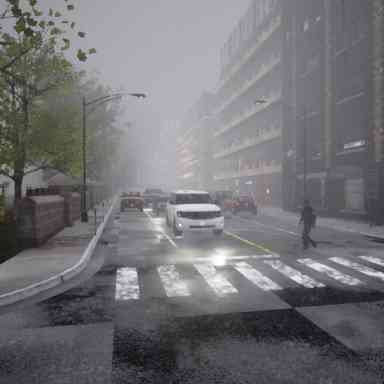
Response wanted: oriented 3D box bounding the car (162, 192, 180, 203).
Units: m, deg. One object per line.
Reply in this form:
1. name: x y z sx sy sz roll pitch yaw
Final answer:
1. car: -3.038 0.765 46.593 1.895 1.301 4.718 0 1 -11

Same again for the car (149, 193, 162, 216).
1. car: -2.137 1.056 26.714 1.812 1.442 4.674 0 1 -12

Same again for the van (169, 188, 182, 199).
1. van: -2.991 0.269 59.425 1.690 1.788 3.998 1 1 -12

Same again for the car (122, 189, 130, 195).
1. car: -17.926 -0.043 90.174 1.947 1.339 4.313 1 1 -12

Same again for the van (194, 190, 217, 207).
1. van: 1.493 0.659 37.794 1.690 1.788 3.998 1 1 -12

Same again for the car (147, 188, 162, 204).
1. car: -4.282 0.564 37.114 2.150 2.045 5.566 0 1 -11

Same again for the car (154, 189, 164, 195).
1. car: -8.600 0.006 86.466 1.947 1.339 4.313 1 1 -12

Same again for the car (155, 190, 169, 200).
1. car: -5.095 0.496 56.241 1.837 1.490 4.892 0 1 -12

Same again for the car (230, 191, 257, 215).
1. car: 3.734 0.953 26.981 1.967 1.590 4.097 1 1 -12

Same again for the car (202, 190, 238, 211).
1. car: 2.614 0.730 32.386 2.192 1.841 5.009 1 1 -12

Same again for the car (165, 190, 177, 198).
1. car: -4.149 0.352 65.001 1.752 1.417 4.829 1 1 -12

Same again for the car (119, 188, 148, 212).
1. car: -5.590 0.779 30.687 2.192 1.841 5.009 1 1 -12

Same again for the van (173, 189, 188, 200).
1. van: -1.870 0.366 54.018 1.690 1.788 3.998 1 1 -12

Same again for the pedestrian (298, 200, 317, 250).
1. pedestrian: 4.049 1.089 11.646 0.375 1.860 0.375 1 0 -12

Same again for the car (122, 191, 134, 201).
1. car: -10.044 0.602 52.154 1.752 1.417 4.829 1 1 -12

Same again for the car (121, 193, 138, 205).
1. car: -7.837 0.835 41.506 1.947 1.339 4.313 1 1 -12

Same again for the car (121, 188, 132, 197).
1. car: -14.559 -0.001 73.948 2.192 1.841 5.009 1 1 -12

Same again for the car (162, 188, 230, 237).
1. car: -0.042 0.930 16.766 2.150 2.045 5.566 0 1 -10
